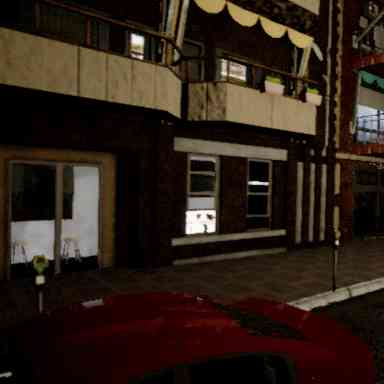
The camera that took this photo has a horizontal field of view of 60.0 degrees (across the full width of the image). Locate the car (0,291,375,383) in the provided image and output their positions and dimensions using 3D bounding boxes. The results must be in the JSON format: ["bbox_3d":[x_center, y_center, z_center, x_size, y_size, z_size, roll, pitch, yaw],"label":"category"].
[{"bbox_3d":[-0.637,1.477,2.112,4.507,1.381,1.887,1,1,-34],"label":"car"}]
